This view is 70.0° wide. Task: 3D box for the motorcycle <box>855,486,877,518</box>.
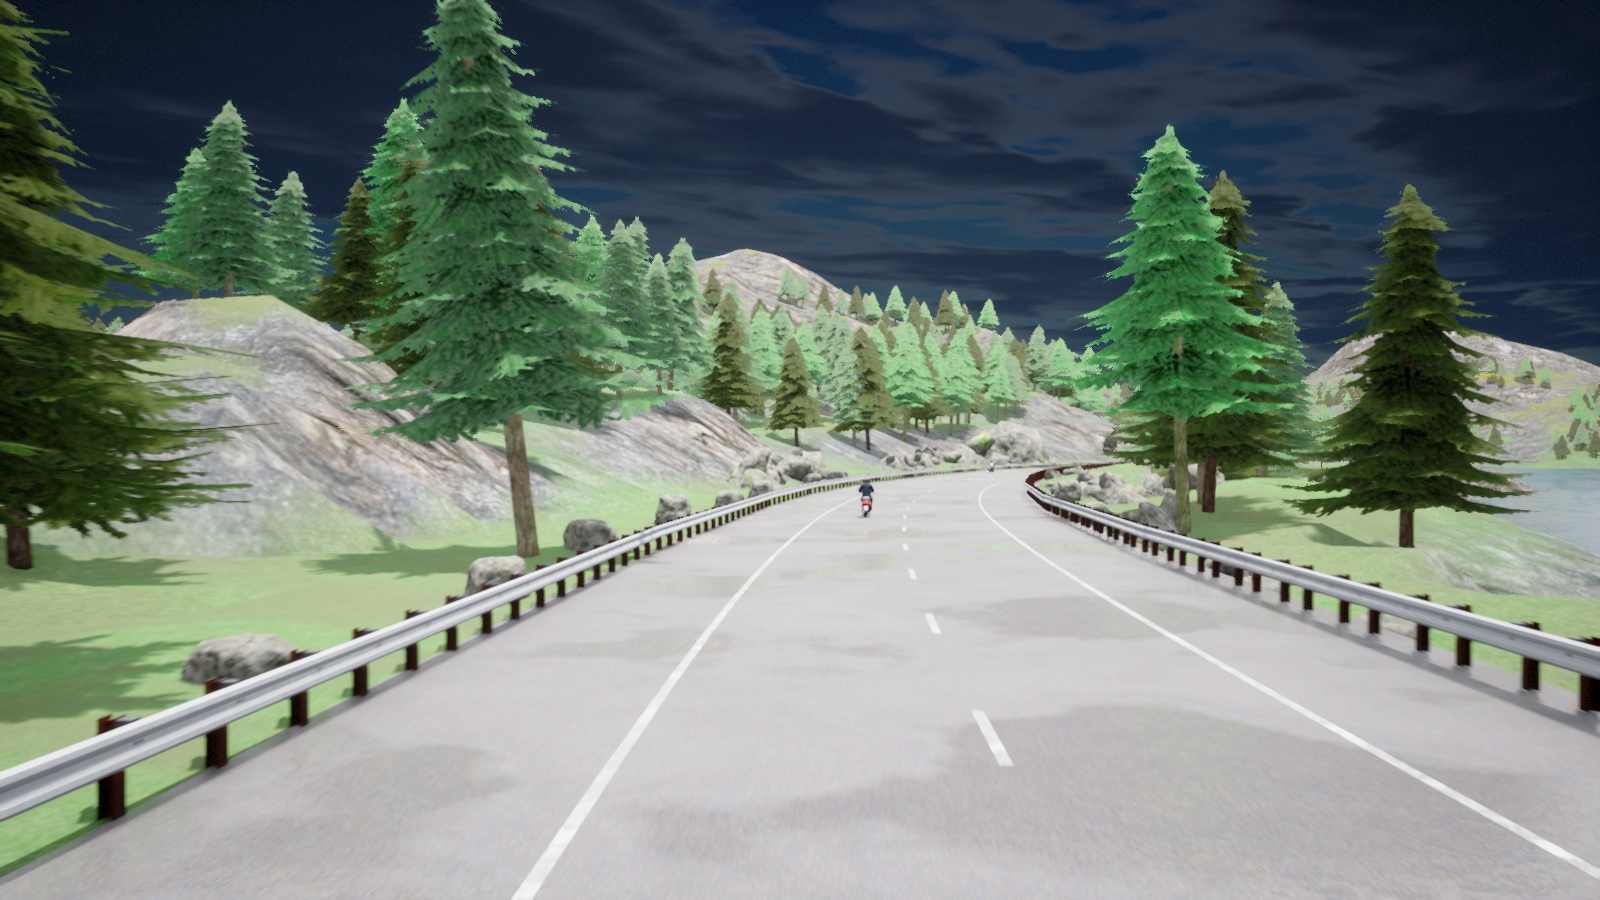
[{"bbox_3d":[2.788,2.167,47.933,0.856,1.236,1.805,0,0,6],"label":"motorcycle"}]
